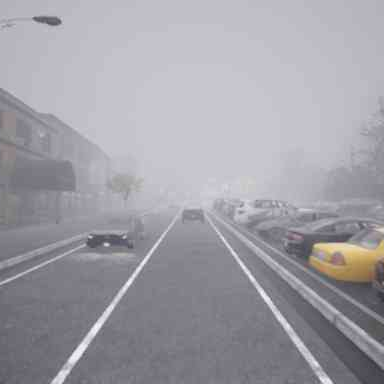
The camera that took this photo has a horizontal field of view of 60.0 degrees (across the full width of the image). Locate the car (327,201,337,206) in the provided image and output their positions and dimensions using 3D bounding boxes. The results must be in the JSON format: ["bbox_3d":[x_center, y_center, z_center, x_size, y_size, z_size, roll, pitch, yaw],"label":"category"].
[{"bbox_3d":[18.646,1.843,39.254,4.553,1.767,2.185,0,-1,0],"label":"car"}]

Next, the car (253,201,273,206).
[{"bbox_3d":[18.706,3.027,88.071,4.892,1.521,2.231,0,-1,0],"label":"car"}]

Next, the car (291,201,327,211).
[{"bbox_3d":[18.678,2.217,53.173,5.008,1.535,2.097,0,-1,0],"label":"car"}]

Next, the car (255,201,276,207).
[{"bbox_3d":[18.714,2.950,84.799,5.008,1.535,2.097,0,-1,0],"label":"car"}]

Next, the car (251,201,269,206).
[{"bbox_3d":[18.711,3.143,91.345,4.674,1.452,2.002,0,-1,0],"label":"car"}]

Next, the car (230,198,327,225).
[{"bbox_3d":[5.640,1.484,22.397,5.566,2.045,2.435,0,-1,0],"label":"car"}]

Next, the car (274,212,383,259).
[{"bbox_3d":[5.620,1.592,11.181,5.008,1.535,2.097,0,-1,0],"label":"car"}]

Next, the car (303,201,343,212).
[{"bbox_3d":[18.684,2.107,47.606,5.008,1.535,2.097,0,-1,0],"label":"car"}]

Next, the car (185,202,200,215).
[{"bbox_3d":[0.074,2.074,43.731,1.837,1.490,4.892,0,0,0],"label":"car"}]

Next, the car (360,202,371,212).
[{"bbox_3d":[18.679,1.891,30.899,4.674,1.452,2.002,0,-1,0],"label":"car"}]

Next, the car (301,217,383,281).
[{"bbox_3d":[5.815,1.559,8.382,5.366,1.575,1.946,0,-1,0],"label":"car"}]

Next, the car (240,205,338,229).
[{"bbox_3d":[5.610,1.698,19.586,4.892,1.521,2.231,0,-1,0],"label":"car"}]

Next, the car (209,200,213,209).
[{"bbox_3d":[5.628,1.858,47.623,5.566,2.045,2.435,0,-1,0],"label":"car"}]

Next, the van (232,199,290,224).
[{"bbox_3d":[5.721,1.586,28.003,4.442,1.987,1.878,0,-1,0],"label":"van"}]

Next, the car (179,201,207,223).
[{"bbox_3d":[0.102,1.844,29.456,1.882,1.535,5.008,0,-1,0],"label":"car"}]

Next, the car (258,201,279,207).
[{"bbox_3d":[18.704,2.917,81.650,4.674,1.452,2.002,0,-1,0],"label":"car"}]

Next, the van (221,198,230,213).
[{"bbox_3d":[5.483,1.663,33.609,4.442,1.987,1.878,0,-1,0],"label":"van"}]

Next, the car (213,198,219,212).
[{"bbox_3d":[5.625,1.718,39.214,5.566,2.045,2.435,0,-1,0],"label":"car"}]

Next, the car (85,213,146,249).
[{"bbox_3d":[-3.350,1.728,15.714,2.033,1.411,5.357,0,-1,0],"label":"car"}]

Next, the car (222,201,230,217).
[{"bbox_3d":[5.596,1.852,30.802,4.892,1.521,2.231,0,-1,0],"label":"car"}]

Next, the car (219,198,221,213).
[{"bbox_3d":[5.566,1.802,36.412,4.553,1.767,2.185,0,-1,0],"label":"car"}]

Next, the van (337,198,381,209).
[{"bbox_3d":[18.794,1.702,36.475,4.442,1.987,1.878,0,-1,0],"label":"van"}]

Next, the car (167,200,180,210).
[{"bbox_3d":[-3.294,2.235,58.758,2.097,1.767,4.553,0,-1,0],"label":"car"}]

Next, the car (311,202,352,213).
[{"bbox_3d":[18.680,2.099,44.819,4.674,1.452,2.002,0,-1,0],"label":"car"}]

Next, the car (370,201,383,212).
[{"bbox_3d":[18.498,1.810,28.115,5.366,1.575,1.946,0,-1,0],"label":"car"}]

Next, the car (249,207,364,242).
[{"bbox_3d":[5.589,1.690,16.788,4.792,1.488,2.163,0,-1,0],"label":"car"}]

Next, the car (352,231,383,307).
[{"bbox_3d":[5.662,1.562,5.578,4.792,1.488,2.163,0,-1,0],"label":"car"}]
